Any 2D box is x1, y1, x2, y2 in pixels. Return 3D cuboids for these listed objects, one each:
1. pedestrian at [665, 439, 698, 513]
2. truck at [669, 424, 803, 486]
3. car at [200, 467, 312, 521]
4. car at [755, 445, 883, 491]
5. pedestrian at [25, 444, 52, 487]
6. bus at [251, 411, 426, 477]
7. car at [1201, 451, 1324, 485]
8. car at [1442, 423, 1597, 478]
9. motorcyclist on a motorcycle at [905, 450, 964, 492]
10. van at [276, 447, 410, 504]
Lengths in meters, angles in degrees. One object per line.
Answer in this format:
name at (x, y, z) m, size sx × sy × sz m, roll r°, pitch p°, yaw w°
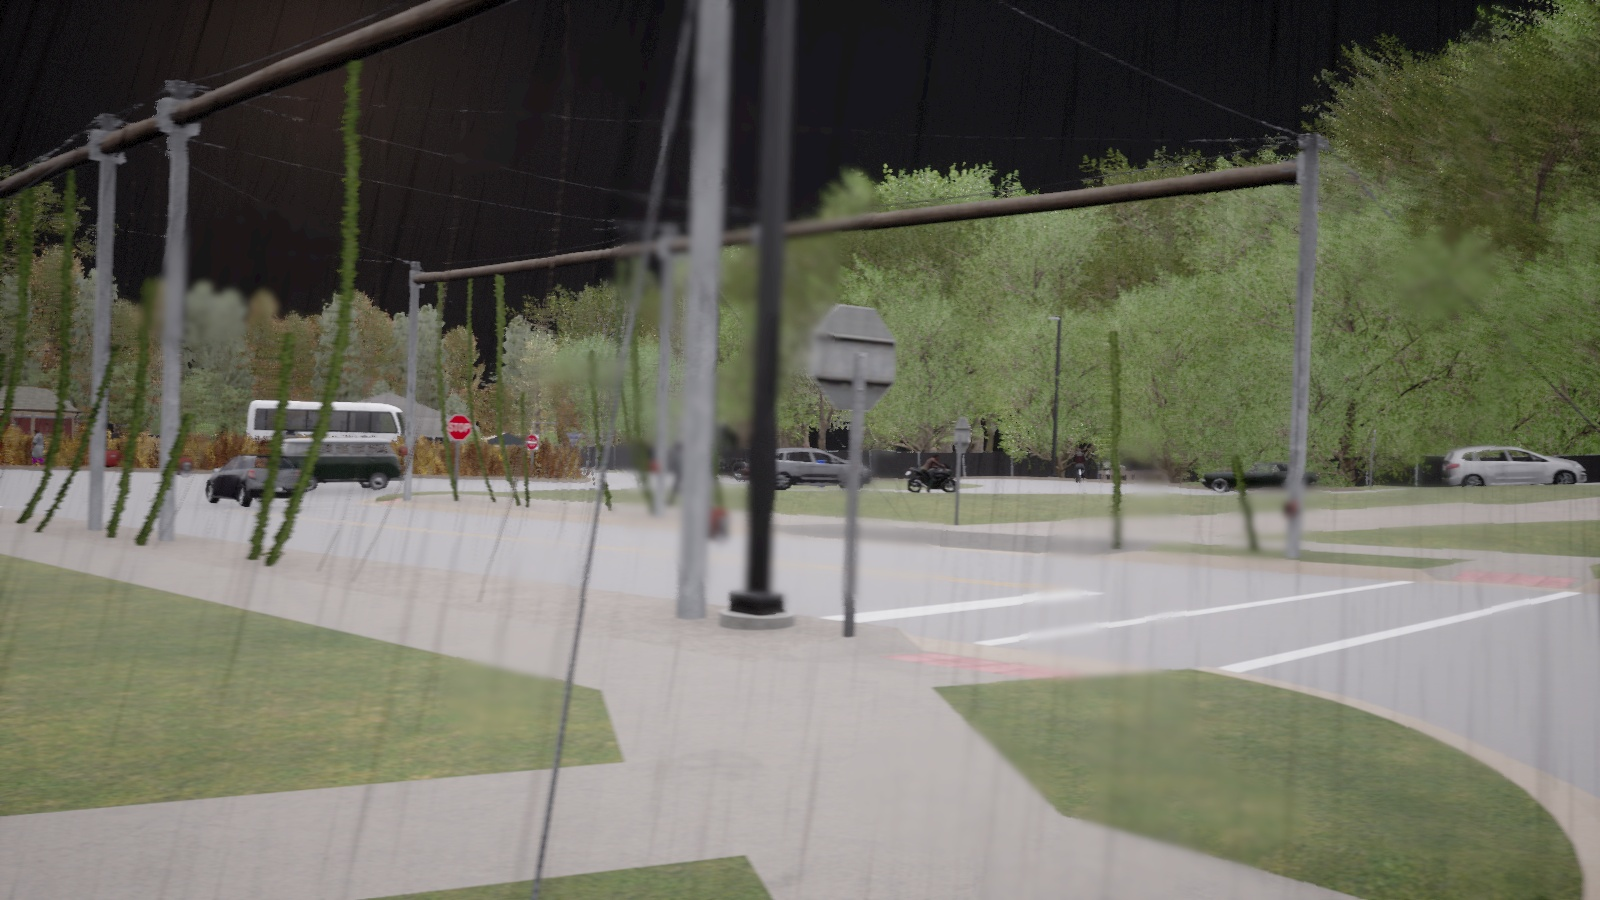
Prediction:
pedestrian at (-3.167, 0.695, 33.625) m, size 0.788 × 1.949 × 0.423 m, roll 1°, pitch 0°, yaw 42°
truck at (-3.903, 0.201, 75.382) m, size 7.936 × 3.462 × 2.891 m, roll 2°, pitch 2°, yaw 35°
car at (-15.949, 1.242, 36.769) m, size 1.845 × 1.501 × 3.633 m, roll 1°, pitch -1°, yaw -44°
car at (0.698, 0.677, 48.829) m, size 4.611 × 1.667 × 2.242 m, roll -1°, pitch -1°, yaw -11°
pedestrian at (-35.097, 0.725, 57.891) m, size 0.873 × 1.952 × 0.659 m, roll 1°, pitch 0°, yaw -10°
bus at (-30.367, -0.374, 83.187) m, size 10.273 × 4.253 × 3.944 m, roll 0°, pitch 0°, yaw -9°
car at (19.676, 0.777, 53.405) m, size 4.718 × 1.301 × 1.895 m, roll -2°, pitch -1°, yaw 26°
car at (26.652, 0.018, 46.728) m, size 4.611 × 1.667 × 2.242 m, roll -4°, pitch -1°, yaw 20°
motorcyclist on a motorcycle at (4.966, 0.772, 46.416) m, size 2.044 × 1.523 × 0.797 m, roll 0°, pitch 0°, yaw -19°
van at (-17.261, 0.910, 47.488) m, size 4.442 × 1.987 × 1.775 m, roll -1°, pitch 1°, yaw -33°
